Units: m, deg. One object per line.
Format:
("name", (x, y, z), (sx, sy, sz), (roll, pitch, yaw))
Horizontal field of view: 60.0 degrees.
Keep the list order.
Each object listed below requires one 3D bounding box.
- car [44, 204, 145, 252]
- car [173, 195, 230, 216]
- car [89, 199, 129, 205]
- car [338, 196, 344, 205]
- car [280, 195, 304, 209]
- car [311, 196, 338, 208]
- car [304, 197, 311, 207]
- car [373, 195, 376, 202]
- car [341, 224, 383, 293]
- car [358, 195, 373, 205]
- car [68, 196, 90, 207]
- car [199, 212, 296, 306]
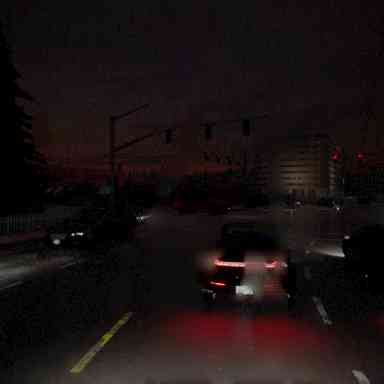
("car", (-4.026, 1.491, 14.040), (2.128, 1.511, 4.902), (0, 0, 18))
("car", (0.910, 1.266, 32.404), (5.566, 2.045, 2.150), (-1, 0, 22))
("car", (-7.189, 1.602, 32.681), (5.357, 1.411, 2.033), (0, 0, 32))
("car", (24.615, 1.491, 56.698), (2.128, 1.511, 4.902), (0, 0, 32))
("car", (13.396, 1.505, 45.178), (1.837, 1.490, 4.892), (0, 0, 32))
("car", (19.166, 1.547, 47.874), (2.033, 1.411, 5.357), (0, 0, 32))
("car", (18.145, 1.525, 52.879), (1.812, 1.442, 4.674), (0, 0, 32))
("car", (42.696, 1.525, 79.362), (2.128, 1.511, 4.902), (0, 0, 32))
("car", (5.175, 1.547, 8.523), (2.033, 1.411, 5.357), (0, 0, 16))
("car", (31.786, 1.477, 61.380), (1.882, 1.535, 5.008), (0, 0, 32))
("car", (-13.280, 1.407, 40.603), (4.553, 1.767, 2.097), (0, 0, 32))
("car", (1.424, 1.492, 8.149), (2.128, 1.511, 4.902), (0, 0, 12))
